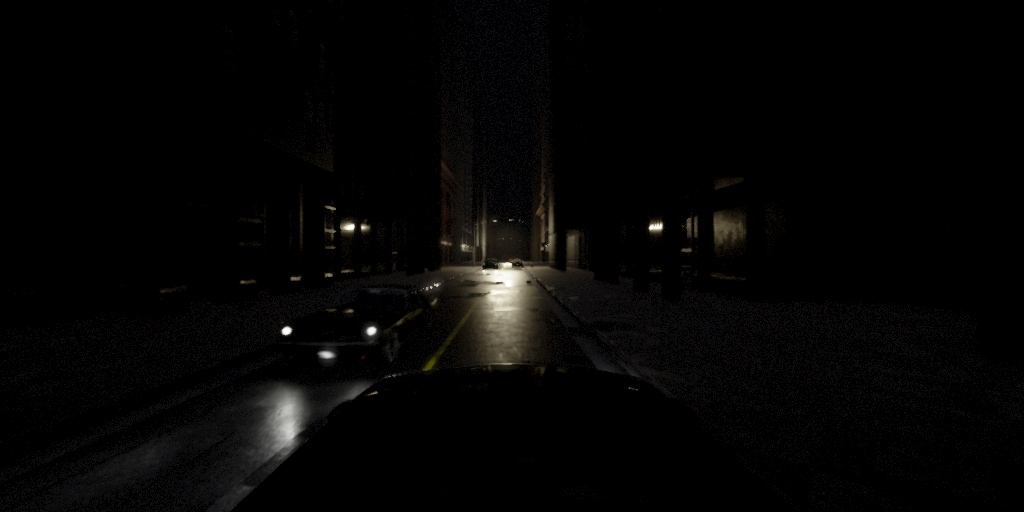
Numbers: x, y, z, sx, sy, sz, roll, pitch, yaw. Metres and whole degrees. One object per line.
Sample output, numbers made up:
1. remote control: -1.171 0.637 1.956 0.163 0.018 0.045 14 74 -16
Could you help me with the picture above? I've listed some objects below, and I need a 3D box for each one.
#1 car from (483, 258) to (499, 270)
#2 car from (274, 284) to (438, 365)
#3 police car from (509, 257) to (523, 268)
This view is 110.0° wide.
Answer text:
1. car: -3.040 1.116 51.590 2.097 1.767 4.553 0 0 0
2. car: -3.097 1.351 8.213 1.895 1.301 4.718 0 0 0
3. police car: 0.926 1.196 61.008 1.930 1.638 5.238 0 0 0
